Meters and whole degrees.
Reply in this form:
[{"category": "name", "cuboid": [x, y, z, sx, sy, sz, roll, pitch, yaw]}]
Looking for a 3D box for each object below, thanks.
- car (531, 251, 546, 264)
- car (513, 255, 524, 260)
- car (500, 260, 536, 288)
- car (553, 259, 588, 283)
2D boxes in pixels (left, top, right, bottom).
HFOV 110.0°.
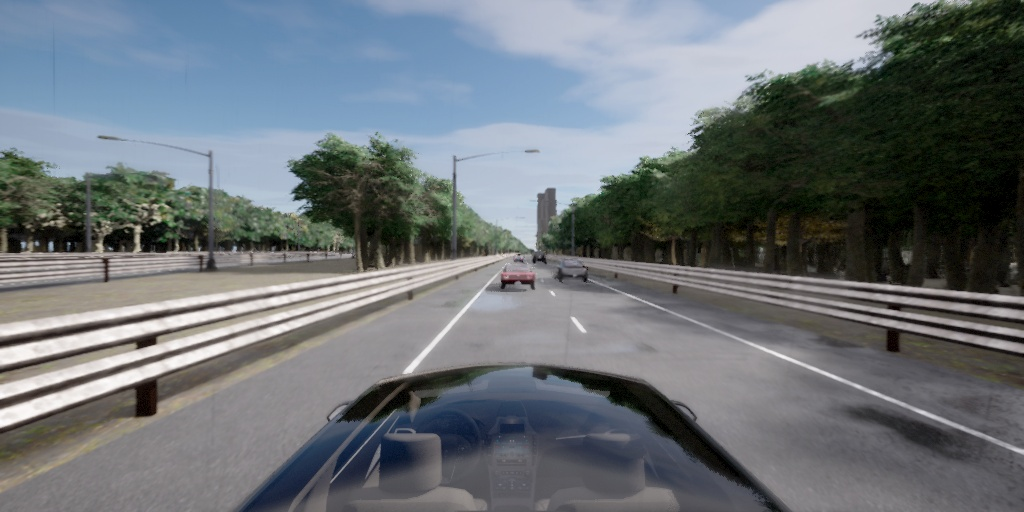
[{"category": "car", "cuboid": [4.553, 0.237, 61.161, 2.150, 2.045, 5.566, 0, 1, 1]}, {"category": "car", "cuboid": [1.109, 0.547, 64.592, 1.895, 1.301, 4.718, 0, 1, 1]}, {"category": "car", "cuboid": [0.351, 1.094, 20.808, 1.895, 1.301, 4.718, 0, 1, 1]}, {"category": "car", "cuboid": [3.924, 0.964, 24.513, 2.128, 1.511, 4.902, 0, 1, 1]}]
